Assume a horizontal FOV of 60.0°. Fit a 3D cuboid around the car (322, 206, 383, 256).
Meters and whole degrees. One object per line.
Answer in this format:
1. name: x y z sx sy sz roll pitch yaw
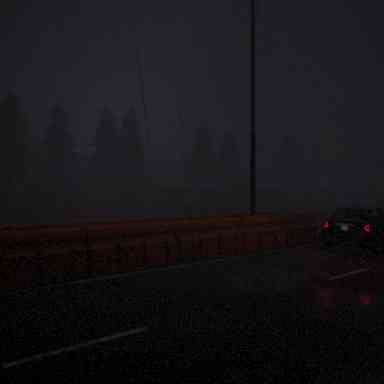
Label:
1. car: 7.292 1.330 13.319 4.553 1.767 2.097 0 0 -35
